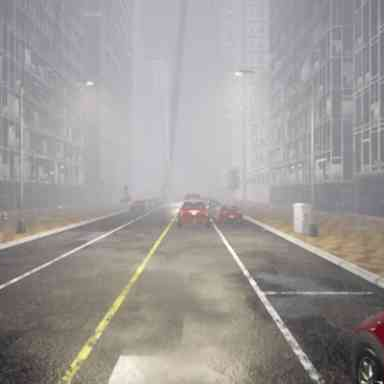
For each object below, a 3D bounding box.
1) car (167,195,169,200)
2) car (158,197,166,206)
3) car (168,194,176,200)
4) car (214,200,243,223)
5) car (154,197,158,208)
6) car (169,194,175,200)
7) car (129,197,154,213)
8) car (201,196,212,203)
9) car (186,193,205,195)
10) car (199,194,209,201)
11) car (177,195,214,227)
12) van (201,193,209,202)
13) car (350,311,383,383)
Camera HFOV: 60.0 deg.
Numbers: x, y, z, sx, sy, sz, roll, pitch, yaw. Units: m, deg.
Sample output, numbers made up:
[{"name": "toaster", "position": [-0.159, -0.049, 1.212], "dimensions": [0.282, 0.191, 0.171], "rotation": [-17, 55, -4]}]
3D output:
[{"name": "car", "position": [-5.673, 1.471, 58.985], "dimensions": [1.947, 1.339, 4.313], "rotation": [0, 0, 0]}, {"name": "car", "position": [-5.675, 1.462, 53.292], "dimensions": [1.887, 1.381, 4.507], "rotation": [0, 0, 0]}, {"name": "car", "position": [-5.664, 1.361, 93.141], "dimensions": [2.008, 1.369, 4.403], "rotation": [0, 0, 0]}, {"name": "car", "position": [2.698, 1.517, 24.821], "dimensions": [1.887, 1.381, 4.507], "rotation": [0, 0, 0]}, {"name": "car", "position": [-5.678, 1.523, 41.907], "dimensions": [1.802, 1.307, 4.206], "rotation": [0, 0, 0]}, {"name": "car", "position": [-5.666, 1.354, 87.278], "dimensions": [1.752, 1.417, 4.829], "rotation": [0, 0, 0]}, {"name": "car", "position": [-5.679, 1.497, 36.214], "dimensions": [1.887, 1.381, 4.507], "rotation": [0, 0, 0]}, {"name": "car", "position": [2.709, 1.457, 64.666], "dimensions": [1.947, 1.339, 4.313], "rotation": [0, 0, 0]}, {"name": "car", "position": [0.110, 1.168, 40.084], "dimensions": [2.150, 2.045, 5.566], "rotation": [0, 0, 0]}, {"name": "car", "position": [2.712, 1.302, 76.051], "dimensions": [1.967, 1.590, 4.097], "rotation": [0, 0, 0]}, {"name": "car", "position": [0.108, 1.328, 22.527], "dimensions": [2.097, 1.767, 4.553], "rotation": [0, 0, 0]}, {"name": "van", "position": [2.711, 1.218, 70.359], "dimensions": [1.690, 1.788, 3.998], "rotation": [0, 0, 0]}, {"name": "car", "position": [2.692, 1.438, 2.050], "dimensions": [1.967, 1.590, 4.097], "rotation": [0, 0, 0]}]
